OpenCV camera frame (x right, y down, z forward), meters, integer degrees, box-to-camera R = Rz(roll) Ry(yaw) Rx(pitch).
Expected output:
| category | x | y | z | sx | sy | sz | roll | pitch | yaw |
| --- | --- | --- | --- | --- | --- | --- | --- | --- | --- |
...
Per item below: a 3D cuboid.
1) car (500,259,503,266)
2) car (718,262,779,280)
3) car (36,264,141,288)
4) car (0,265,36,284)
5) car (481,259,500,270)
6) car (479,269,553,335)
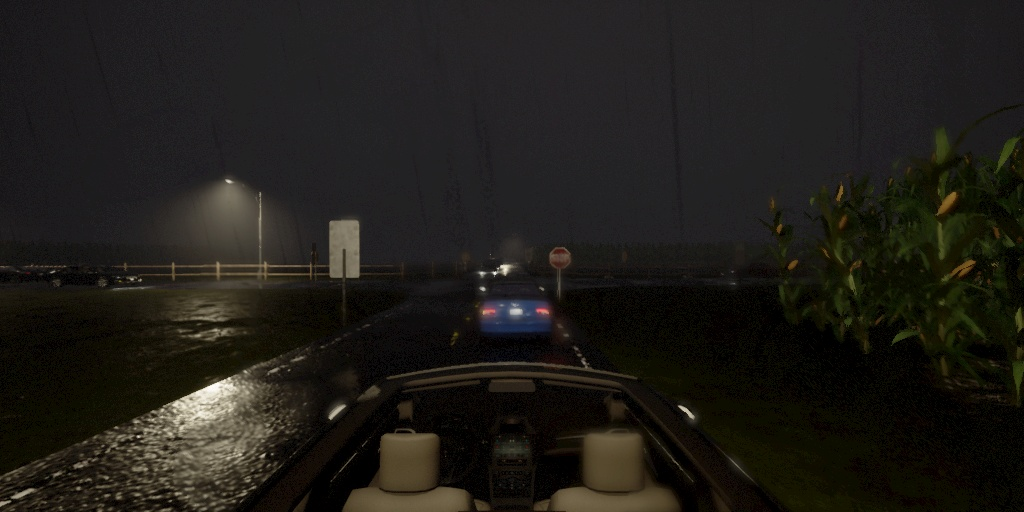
| category | x | y | z | sx | sy | sz | roll | pitch | yaw |
| --- | --- | --- | --- | --- | --- | --- | --- | --- | --- |
| car | -2.950 | 1.259 | 60.507 | 1.994 | 1.385 | 4.181 | 0 | 0 | 0 |
| car | 19.589 | 1.218 | 29.706 | 4.674 | 1.442 | 1.812 | 0 | 1 | -7 |
| car | -27.451 | 1.298 | 23.590 | 4.892 | 1.490 | 1.837 | 0 | 1 | -1 |
| car | -36.821 | 1.341 | 26.488 | 4.181 | 1.385 | 1.994 | 0 | 1 | 0 |
| car | -2.937 | 1.192 | 46.931 | 1.882 | 1.535 | 5.008 | 0 | 0 | 0 |
| car | 0.043 | 1.294 | 10.523 | 2.033 | 1.411 | 5.357 | 0 | 0 | -1 |
